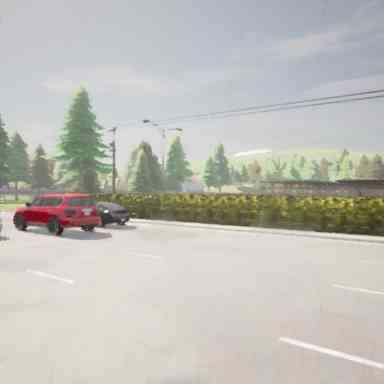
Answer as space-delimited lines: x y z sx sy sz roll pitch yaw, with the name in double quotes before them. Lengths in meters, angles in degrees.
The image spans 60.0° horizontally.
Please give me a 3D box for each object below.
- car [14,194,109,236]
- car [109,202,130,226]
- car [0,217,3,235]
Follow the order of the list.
"car" -7.305 1.122 17.852 5.566 2.045 2.150 0 0 36
"car" -6.087 1.397 21.284 4.892 1.490 1.837 0 0 36
"car" -10.948 1.418 16.140 4.674 1.442 1.812 0 0 35
